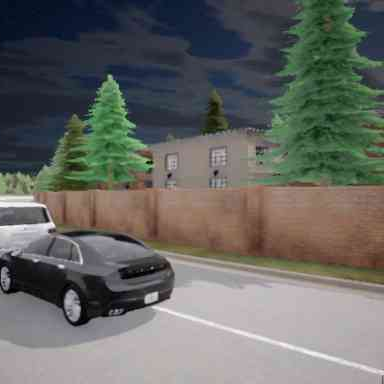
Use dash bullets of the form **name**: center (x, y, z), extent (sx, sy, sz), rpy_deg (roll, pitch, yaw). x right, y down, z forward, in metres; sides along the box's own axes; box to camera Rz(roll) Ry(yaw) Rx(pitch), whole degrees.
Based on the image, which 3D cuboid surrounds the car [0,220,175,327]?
- **car**: center (-2.537, 1.589, 7.317), extent (4.892, 1.490, 1.837), rpy_deg (0, -1, 41)

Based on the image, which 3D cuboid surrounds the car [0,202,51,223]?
- **car**: center (-6.411, 1.342, 10.848), extent (5.566, 2.045, 2.150), rpy_deg (-1, -1, 44)
